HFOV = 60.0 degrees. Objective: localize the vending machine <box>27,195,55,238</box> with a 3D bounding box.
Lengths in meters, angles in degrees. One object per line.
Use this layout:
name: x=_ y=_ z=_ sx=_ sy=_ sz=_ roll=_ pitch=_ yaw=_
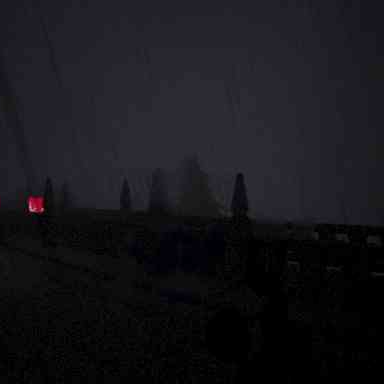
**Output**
vending machine: x=-7.776 y=1.230 z=17.099 sx=1.100 sy=2.100 sz=0.880 roll=0 pitch=0 yaw=-42
